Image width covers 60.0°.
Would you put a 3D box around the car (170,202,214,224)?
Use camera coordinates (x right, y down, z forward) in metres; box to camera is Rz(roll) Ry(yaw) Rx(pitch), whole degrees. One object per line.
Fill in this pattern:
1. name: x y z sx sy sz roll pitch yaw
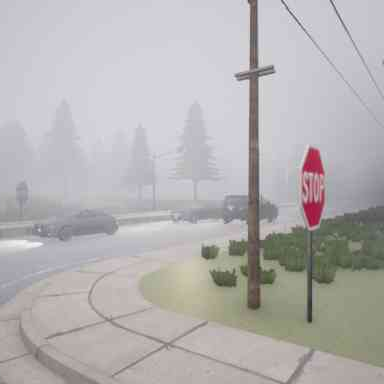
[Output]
1. car: 0.358 1.484 24.920 2.128 1.511 4.902 0 0 37

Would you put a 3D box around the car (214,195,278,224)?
1. car: 4.163 1.215 23.910 2.150 2.045 5.566 0 0 37

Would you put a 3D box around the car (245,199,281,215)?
1. car: 7.419 1.518 34.410 1.812 1.442 4.674 0 0 37

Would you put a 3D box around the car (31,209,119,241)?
1. car: -5.744 1.556 16.700 1.994 1.385 4.181 0 0 37
